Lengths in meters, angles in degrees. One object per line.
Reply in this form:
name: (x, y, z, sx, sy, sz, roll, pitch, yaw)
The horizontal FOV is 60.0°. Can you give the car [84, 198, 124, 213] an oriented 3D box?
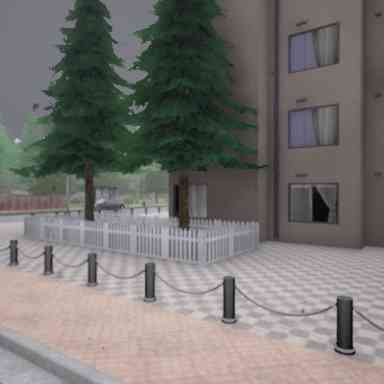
car: (-9.344, 1.420, 35.675, 1.812, 1.442, 4.674, 0, 0, 37)
